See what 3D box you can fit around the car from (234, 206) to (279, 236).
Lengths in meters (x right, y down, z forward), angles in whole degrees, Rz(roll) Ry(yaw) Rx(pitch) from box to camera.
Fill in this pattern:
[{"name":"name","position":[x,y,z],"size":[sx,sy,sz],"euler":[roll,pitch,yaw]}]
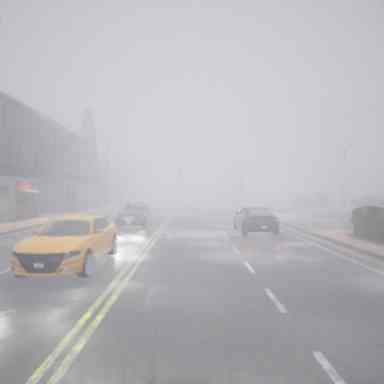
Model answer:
[{"name":"car","position":[3.401,1.492,18.000],"size":[1.812,1.442,4.674],"euler":[0,0,0]}]

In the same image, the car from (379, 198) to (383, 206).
[{"name":"car","position":[18.173,1.070,27.582],"size":[3.866,1.878,1.905],"euler":[0,0,-2]}]

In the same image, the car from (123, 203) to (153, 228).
[{"name":"car","position":[-3.700,1.471,21.801],"size":[2.128,1.511,4.902],"euler":[0,0,0]}]

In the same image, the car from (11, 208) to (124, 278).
[{"name":"car","position":[-3.651,1.473,10.374],"size":[1.882,1.535,5.008],"euler":[0,0,-1]}]

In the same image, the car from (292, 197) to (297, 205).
[{"name":"car","position":[17.481,1.037,50.089],"size":[4.605,1.855,1.932],"euler":[0,0,-2]}]

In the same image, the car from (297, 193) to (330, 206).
[{"name":"car","position":[17.518,1.044,47.194],"size":[3.866,1.878,1.905],"euler":[0,0,-2]}]
